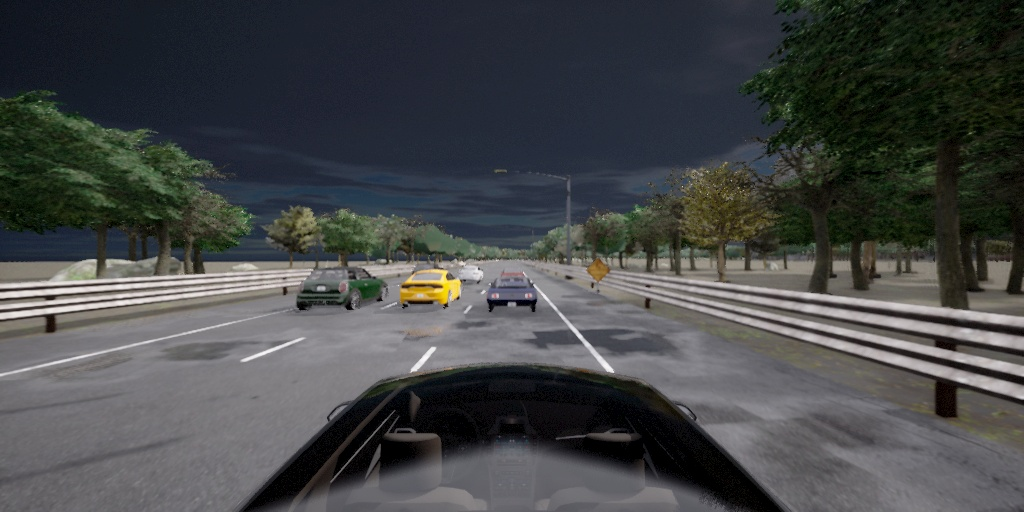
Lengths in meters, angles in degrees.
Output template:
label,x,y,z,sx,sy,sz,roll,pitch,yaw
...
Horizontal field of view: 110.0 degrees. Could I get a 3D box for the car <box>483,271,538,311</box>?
label,x,y,z,sx,sy,sz,roll,pitch,yaw
car,0.013,1.483,15.101,1.895,1.301,4.718,0,-1,0

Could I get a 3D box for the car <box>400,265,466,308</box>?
label,x,y,z,sx,sy,sz,roll,pitch,yaw
car,-3.477,1.369,16.105,1.882,1.535,5.008,0,0,0

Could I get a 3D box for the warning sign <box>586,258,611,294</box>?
label,x,y,z,sx,sy,sz,roll,pitch,yaw
warning sign,4.549,1.035,18.930,1.300,1.860,1.060,0,0,0

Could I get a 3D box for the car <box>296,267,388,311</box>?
label,x,y,z,sx,sy,sz,roll,pitch,yaw
car,-6.983,1.235,15.276,2.097,1.767,4.553,0,-1,0

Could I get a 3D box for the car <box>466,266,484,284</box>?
label,x,y,z,sx,sy,sz,roll,pitch,yaw
car,-3.482,1.563,30.743,1.812,1.442,4.674,0,0,0

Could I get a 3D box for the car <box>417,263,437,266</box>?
label,x,y,z,sx,sy,sz,roll,pitch,yaw
car,-6.984,1.384,30.275,2.097,1.767,4.553,0,-1,0

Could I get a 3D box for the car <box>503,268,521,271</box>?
label,x,y,z,sx,sy,sz,roll,pitch,yaw
car,0.013,1.632,30.100,1.895,1.301,4.718,0,-1,0
